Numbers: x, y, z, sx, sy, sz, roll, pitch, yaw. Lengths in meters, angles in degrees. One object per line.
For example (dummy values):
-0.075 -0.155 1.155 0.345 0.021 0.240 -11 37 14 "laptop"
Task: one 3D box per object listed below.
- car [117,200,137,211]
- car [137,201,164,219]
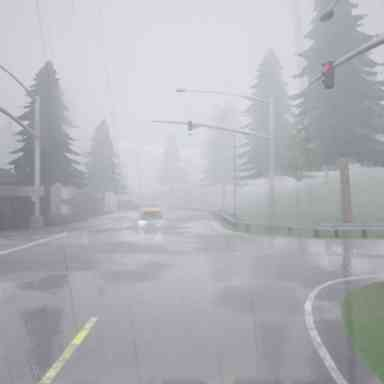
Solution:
-8.187 1.819 45.974 4.892 1.490 1.837 0 -3 32 "car"
-3.697 1.691 31.455 1.882 1.535 5.008 0 0 -1 "car"
